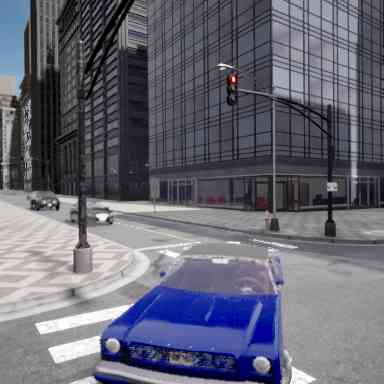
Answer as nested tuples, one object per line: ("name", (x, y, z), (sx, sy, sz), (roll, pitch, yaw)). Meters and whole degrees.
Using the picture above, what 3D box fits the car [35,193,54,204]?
("car", (-22.871, 0.951, 51.438), (1.837, 1.490, 4.892), (-1, 1, -34))

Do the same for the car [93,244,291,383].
("car", (0.458, 1.600, 5.168), (1.895, 1.301, 4.718), (0, 0, 15))

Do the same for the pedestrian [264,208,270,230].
("pedestrian", (3.902, 1.373, 17.255), (0.500, 1.100, 0.500), (0, 0, -34))

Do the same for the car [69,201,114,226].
("car", (-6.650, 1.329, 21.734), (2.128, 1.511, 4.902), (-1, 1, -34))

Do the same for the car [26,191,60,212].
("car", (-15.375, 0.910, 34.654), (2.150, 2.045, 5.566), (-1, 1, -34))

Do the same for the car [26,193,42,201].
("car", (-28.438, 0.922, 59.669), (1.895, 1.301, 4.718), (-1, 1, -34))
